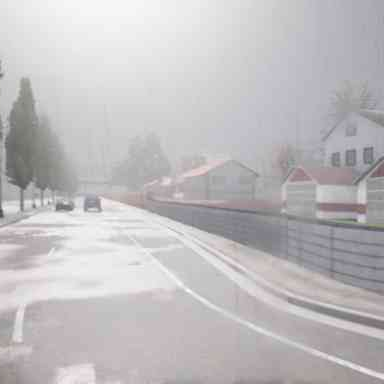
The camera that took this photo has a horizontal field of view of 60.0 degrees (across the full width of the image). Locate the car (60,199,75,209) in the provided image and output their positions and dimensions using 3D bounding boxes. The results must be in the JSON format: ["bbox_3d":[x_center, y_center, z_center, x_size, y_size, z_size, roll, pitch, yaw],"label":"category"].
[{"bbox_3d":[-19.523,1.852,52.354,1.895,1.301,4.718,1,-1,-17],"label":"car"}]

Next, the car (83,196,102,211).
[{"bbox_3d":[-13.333,1.482,44.454,2.150,2.045,5.566,1,-1,-16],"label":"car"}]

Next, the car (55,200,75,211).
[{"bbox_3d":[-16.853,1.769,43.949,1.994,1.385,4.181,1,-1,-16],"label":"car"}]
